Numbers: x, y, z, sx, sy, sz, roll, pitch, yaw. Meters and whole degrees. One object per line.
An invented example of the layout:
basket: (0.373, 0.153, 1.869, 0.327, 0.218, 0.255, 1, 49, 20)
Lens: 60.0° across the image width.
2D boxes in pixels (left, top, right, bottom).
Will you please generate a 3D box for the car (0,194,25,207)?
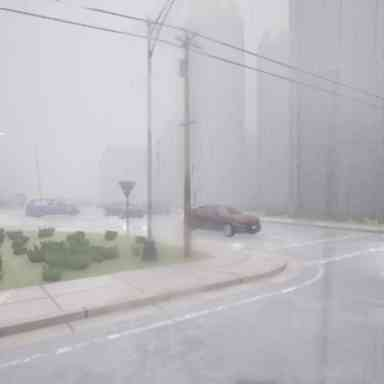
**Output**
car: (-26.762, 1.261, 49.949, 3.866, 1.878, 1.905, 0, 0, -36)

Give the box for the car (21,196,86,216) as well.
car: (-12.591, 1.439, 30.324, 4.611, 1.667, 2.242, 0, 0, -36)

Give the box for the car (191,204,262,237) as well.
car: (1.527, 1.430, 17.983, 1.882, 1.535, 5.008, 0, 0, -36)

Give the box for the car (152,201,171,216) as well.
car: (-3.740, 1.497, 31.453, 1.994, 1.385, 4.181, 0, 0, -36)

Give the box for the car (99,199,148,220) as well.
car: (-5.783, 1.425, 27.986, 1.882, 1.535, 5.008, 0, 1, -36)

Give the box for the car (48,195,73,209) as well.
car: (-17.479, 1.289, 44.069, 2.097, 1.767, 4.553, 0, 0, -36)

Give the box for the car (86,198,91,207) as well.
car: (-15.526, 1.488, 47.506, 1.994, 1.385, 4.181, 0, 0, -35)

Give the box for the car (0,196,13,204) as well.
car: (-35.114, 1.449, 60.547, 4.193, 1.474, 1.816, 0, 0, -36)

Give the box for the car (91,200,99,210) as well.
car: (-10.091, 1.529, 40.123, 1.895, 1.301, 4.718, 0, 0, -36)

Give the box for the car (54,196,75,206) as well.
car: (-21.230, 1.398, 55.221, 1.882, 1.535, 5.008, 0, 0, -36)
